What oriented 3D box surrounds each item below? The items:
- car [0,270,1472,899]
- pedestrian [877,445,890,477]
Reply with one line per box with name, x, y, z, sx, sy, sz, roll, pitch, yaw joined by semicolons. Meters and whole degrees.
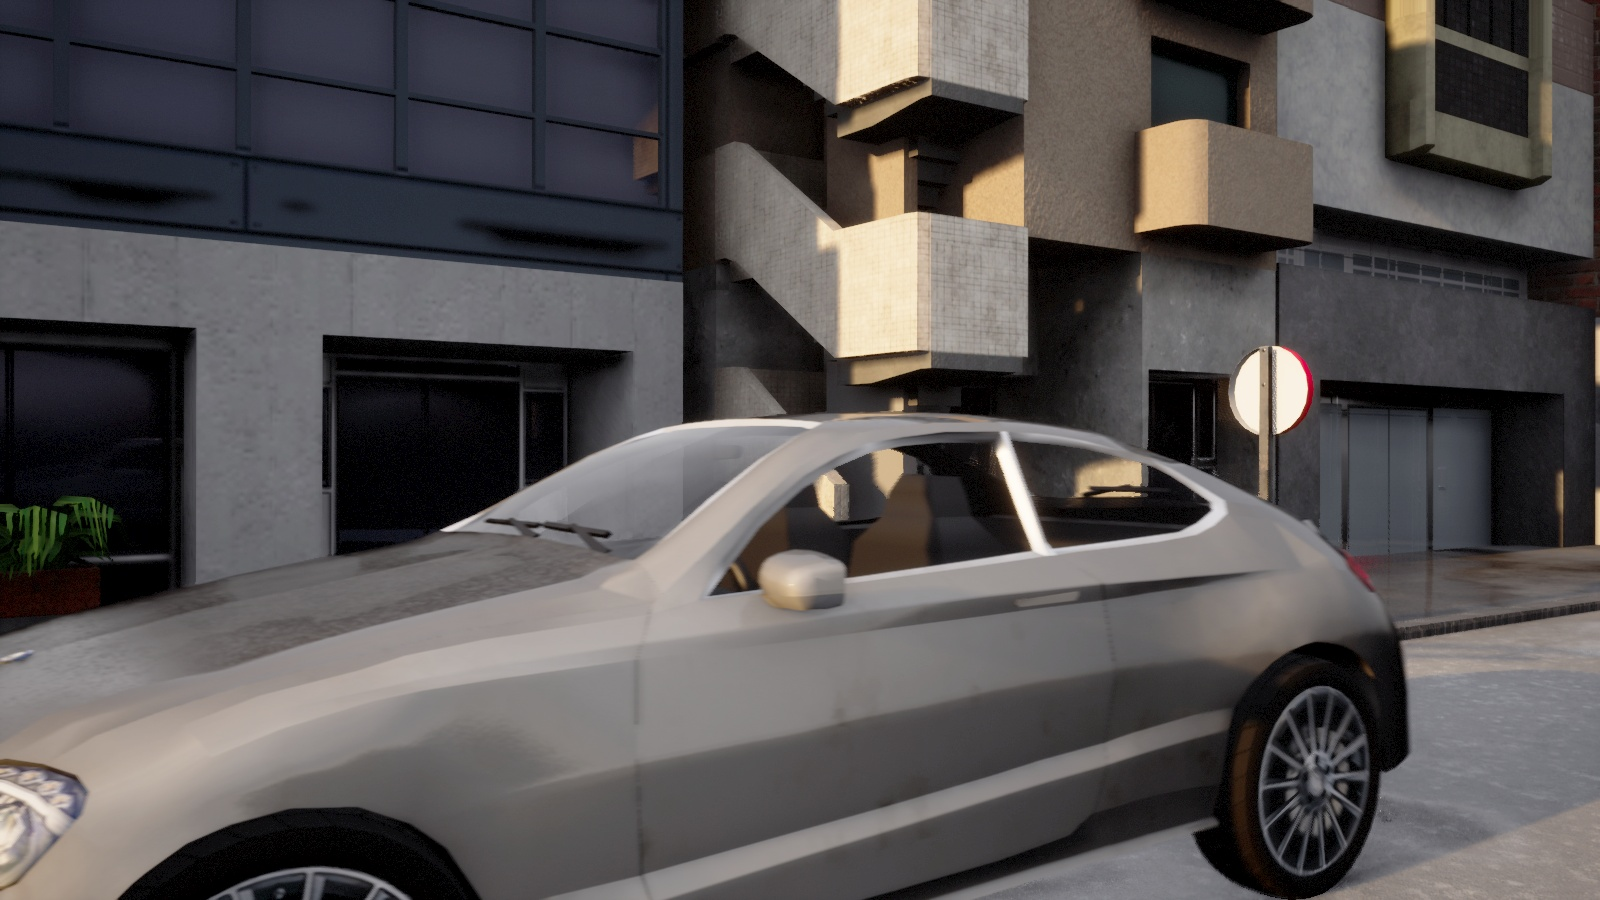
car;-0.157;0.534;4.158;5.027;1.651;2.152;0;0;-35
pedestrian;4.843;0.618;72.751;0.402;1.842;0.726;0;0;-36
